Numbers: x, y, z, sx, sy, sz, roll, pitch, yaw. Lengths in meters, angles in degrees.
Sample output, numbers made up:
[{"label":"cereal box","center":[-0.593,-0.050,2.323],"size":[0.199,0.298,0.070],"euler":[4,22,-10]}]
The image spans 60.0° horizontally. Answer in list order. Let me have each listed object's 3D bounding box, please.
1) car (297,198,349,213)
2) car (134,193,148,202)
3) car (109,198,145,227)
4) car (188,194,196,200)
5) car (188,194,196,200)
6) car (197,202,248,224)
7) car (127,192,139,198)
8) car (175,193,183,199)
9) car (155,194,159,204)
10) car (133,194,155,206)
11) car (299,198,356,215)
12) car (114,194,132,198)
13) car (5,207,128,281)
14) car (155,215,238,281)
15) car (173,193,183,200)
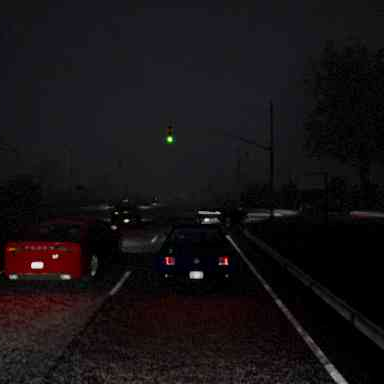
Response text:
[{"label":"car","center":[13.601,1.406,34.689],"size":[4.674,1.442,1.812],"euler":[0,0,5]},{"label":"car","center":[-10.460,1.121,68.430],"size":[2.097,1.767,4.553],"euler":[0,0,0]},{"label":"car","center":[-4.452,1.431,22.126],"size":[1.837,1.490,4.892],"euler":[1,1,-13]},{"label":"car","center":[0.098,1.217,90.036],"size":[2.128,1.511,4.902],"euler":[0,0,1]},{"label":"car","center":[0.050,1.227,79.673],"size":[1.837,1.490,4.892],"euler":[0,0,0]},{"label":"car","center":[2.063,1.418,21.511],"size":[2.128,1.511,4.902],"euler":[0,0,29]},{"label":"car","center":[-10.513,1.022,58.394],"size":[2.150,2.045,5.566],"euler":[0,0,1]},{"label":"car","center":[-3.403,1.020,90.068],"size":[1.882,1.535,5.008],"euler":[0,0,1]},{"label":"car","center":[-7.016,1.150,59.160],"size":[2.097,1.767,4.553],"euler":[0,0,0]},{"label":"car","center":[-7.098,1.378,49.637],"size":[2.033,1.411,5.357],"euler":[0,0,-3]},{"label":"car","center":[12.739,1.384,31.234],"size":[4.902,1.511,2.128],"euler":[0,0,3]},{"label":"car","center":[-10.563,1.382,48.396],"size":[2.033,1.411,5.357],"euler":[0,0,0]},{"label":"car","center":[-3.393,1.444,9.768],"size":[1.882,1.535,5.008],"euler":[0,0,0]},{"label":"car","center":[0.107,1.567,9.694],"size":[1.895,1.301,4.718],"euler":[0,0,0]},{"label":"car","center":[-3.450,1.260,79.661],"size":[2.033,1.411,5.357],"euler":[0,0,0]}]
